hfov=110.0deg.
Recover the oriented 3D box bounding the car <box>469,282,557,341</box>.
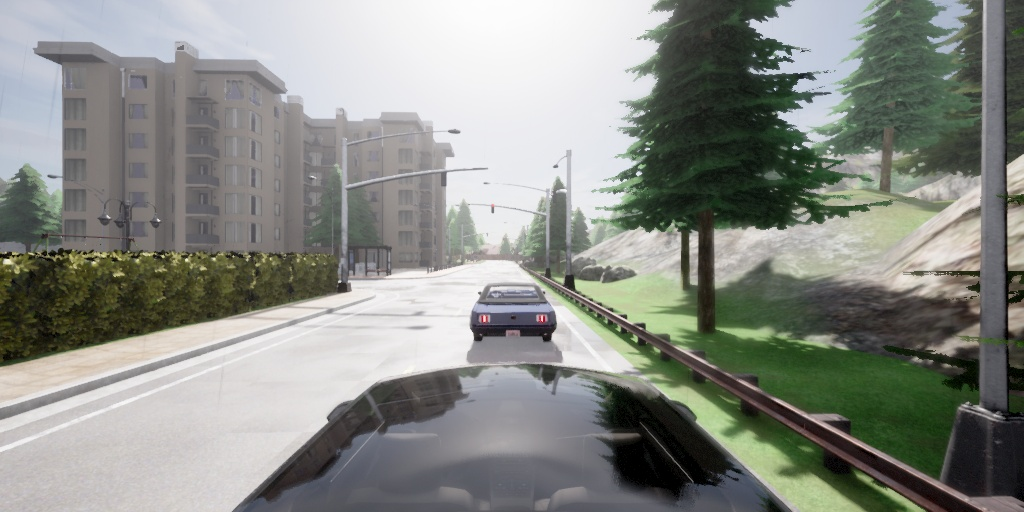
[{"bbox_3d":[-0.004,1.351,9.782,1.895,1.301,4.718,0,0,-1],"label":"car"}]
